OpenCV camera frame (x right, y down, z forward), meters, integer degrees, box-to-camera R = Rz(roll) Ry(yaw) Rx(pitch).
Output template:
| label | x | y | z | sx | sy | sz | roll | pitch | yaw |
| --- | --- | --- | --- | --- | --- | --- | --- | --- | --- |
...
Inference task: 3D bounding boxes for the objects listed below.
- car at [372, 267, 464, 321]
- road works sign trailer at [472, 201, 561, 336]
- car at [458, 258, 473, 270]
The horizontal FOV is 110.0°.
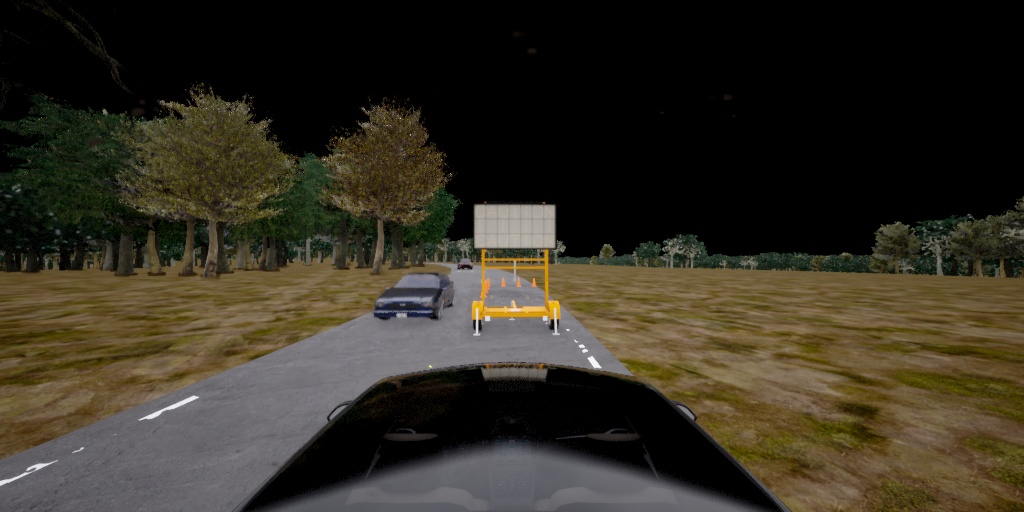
| label | x | y | z | sx | sy | sz | roll | pitch | yaw |
| --- | --- | --- | --- | --- | --- | --- | --- | --- | --- |
| car | -3.142 | 1.294 | 12.757 | 2.033 | 1.411 | 5.357 | 0 | 0 | -1 |
| road works sign trailer | 0.079 | 0.214 | 10.447 | 2.380 | 3.560 | 2.880 | 0 | 0 | -2 |
| car | -6.689 | 1.111 | 51.378 | 2.097 | 1.767 | 4.553 | 0 | 0 | -10 |
